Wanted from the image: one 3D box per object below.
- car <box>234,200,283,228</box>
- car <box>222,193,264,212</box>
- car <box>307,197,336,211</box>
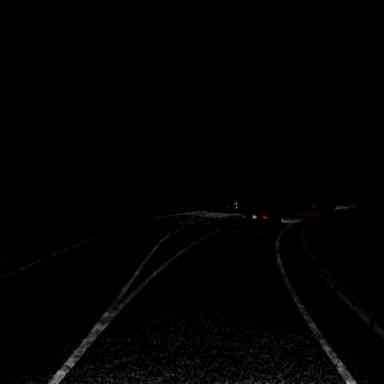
[{"bbox_3d":[4.686,1.512,21.906,2.033,1.411,5.357,0,0,24],"label":"car"},{"bbox_3d":[5.623,1.111,35.840,5.566,2.045,2.150,-1,0,-44],"label":"car"},{"bbox_3d":[14.475,1.255,37.107,2.128,1.511,4.902,-1,1,41],"label":"car"}]
